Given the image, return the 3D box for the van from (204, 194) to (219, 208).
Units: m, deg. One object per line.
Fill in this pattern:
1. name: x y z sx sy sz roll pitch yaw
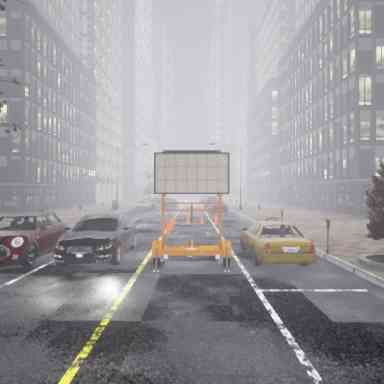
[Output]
1. van: 2.661 1.330 39.612 1.690 1.788 3.998 0 0 0

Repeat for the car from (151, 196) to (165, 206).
1. car: -5.730 1.421 56.698 1.967 1.590 4.097 0 0 0

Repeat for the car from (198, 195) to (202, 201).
1. car: 2.648 1.559 62.380 1.802 1.307 4.206 0 0 0

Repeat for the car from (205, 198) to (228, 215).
1. car: 2.665 1.557 33.919 1.947 1.339 4.313 0 0 0

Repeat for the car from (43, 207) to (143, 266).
1. car: -3.107 1.503 11.600 1.837 1.490 4.892 0 0 0

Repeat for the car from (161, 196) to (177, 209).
1. car: -3.029 1.533 45.631 2.033 1.411 5.357 0 0 0

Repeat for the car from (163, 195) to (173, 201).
1. car: -5.743 1.530 79.465 1.947 1.339 4.313 0 0 0

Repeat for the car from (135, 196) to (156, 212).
1. car: -5.719 1.514 39.452 1.752 1.417 4.829 0 0 0

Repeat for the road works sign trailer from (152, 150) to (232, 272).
1. road works sign trailer: -0.008 0.462 10.729 2.380 3.560 2.880 0 0 0

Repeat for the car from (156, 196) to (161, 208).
1. car: -5.722 1.568 45.314 1.802 1.307 4.206 0 0 0

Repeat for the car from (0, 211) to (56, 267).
1. car: -5.702 1.438 11.162 1.967 1.590 4.097 0 0 0

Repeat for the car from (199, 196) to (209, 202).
1. car: 2.641 1.514 73.765 1.887 1.381 4.507 0 0 0

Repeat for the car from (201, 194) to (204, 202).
1. car: 2.658 1.426 45.305 1.967 1.590 4.097 0 0 0

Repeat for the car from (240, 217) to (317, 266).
1. car: 2.679 1.523 11.322 1.752 1.417 4.829 0 0 0

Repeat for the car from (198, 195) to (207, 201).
1. car: 2.634 1.510 85.150 2.008 1.369 4.403 0 0 0
